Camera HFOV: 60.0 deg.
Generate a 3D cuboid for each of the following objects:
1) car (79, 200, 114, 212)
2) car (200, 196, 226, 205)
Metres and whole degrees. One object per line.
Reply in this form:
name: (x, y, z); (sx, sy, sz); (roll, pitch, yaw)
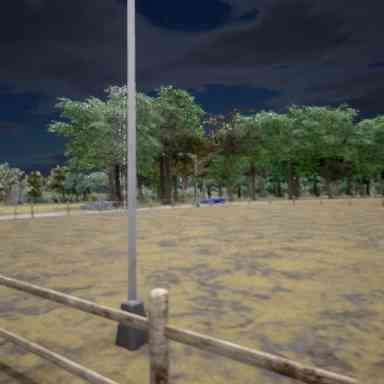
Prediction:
car: (-11.814, 1.713, 41.369); (1.994, 1.385, 4.181); (-2, -1, 40)
car: (3.497, 1.422, 56.331); (5.008, 1.535, 1.882); (-1, -1, -38)
